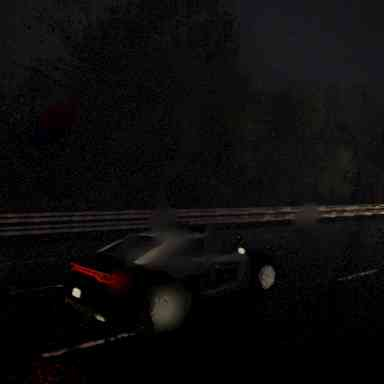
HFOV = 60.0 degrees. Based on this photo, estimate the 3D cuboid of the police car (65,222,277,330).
[{"bbox_3d":[-0.002,1.491,7.226,5.238,1.638,1.930,2,-1,-43],"label":"police car"}]
